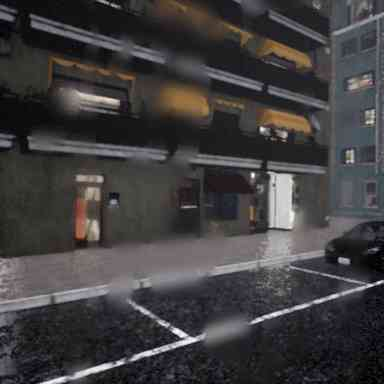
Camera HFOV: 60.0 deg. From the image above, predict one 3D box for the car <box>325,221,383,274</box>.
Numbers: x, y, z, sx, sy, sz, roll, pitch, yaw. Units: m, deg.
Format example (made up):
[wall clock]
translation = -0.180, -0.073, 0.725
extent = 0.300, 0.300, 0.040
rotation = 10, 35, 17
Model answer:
[car]
translation = 6.231, 1.663, 10.994
extent = 4.313, 1.339, 1.947
rotation = 1, 0, -35
